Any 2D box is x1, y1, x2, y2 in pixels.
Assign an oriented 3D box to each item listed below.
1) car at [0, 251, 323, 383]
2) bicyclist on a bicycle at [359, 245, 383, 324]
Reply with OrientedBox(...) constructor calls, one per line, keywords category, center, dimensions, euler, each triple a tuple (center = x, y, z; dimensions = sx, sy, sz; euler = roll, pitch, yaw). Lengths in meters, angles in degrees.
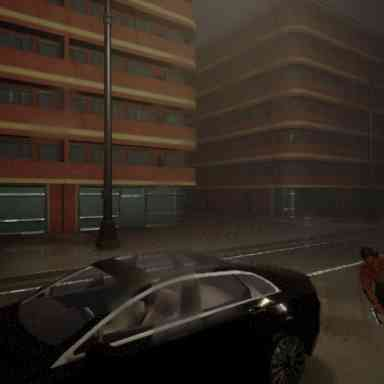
OrientedBox(category="car", center=(-0.599, 1.490, 3.580), dimensions=(4.902, 1.511, 2.128), euler=(0, 0, -36))
OrientedBox(category="bicyclist on a bicycle", center=(2.479, 1.393, 3.973), dimensions=(0.582, 1.620, 1.656), euler=(-29, -12, 33))
